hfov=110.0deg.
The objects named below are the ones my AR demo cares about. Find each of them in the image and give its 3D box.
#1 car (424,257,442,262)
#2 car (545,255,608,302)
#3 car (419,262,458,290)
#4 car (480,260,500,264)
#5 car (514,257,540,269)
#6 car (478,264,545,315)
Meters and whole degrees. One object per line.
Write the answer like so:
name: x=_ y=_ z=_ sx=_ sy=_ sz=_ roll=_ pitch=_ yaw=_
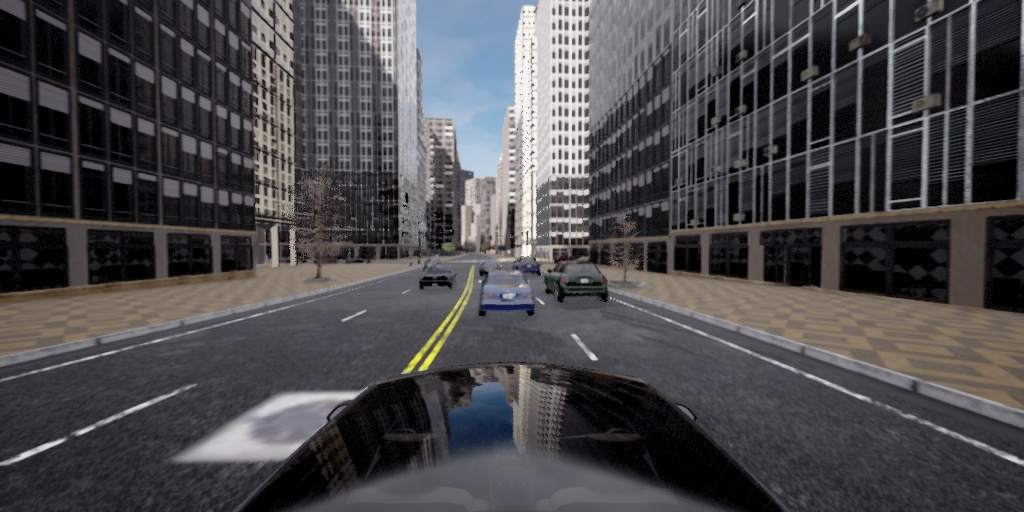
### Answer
car: x=-9.910 y=0.942 z=45.303 sx=2.128 sy=1.511 sz=4.902 roll=0 pitch=0 yaw=-5
car: x=2.750 y=0.984 z=16.392 sx=2.097 sy=1.767 sz=4.553 roll=0 pitch=0 yaw=-4
car: x=-4.310 y=1.219 z=21.387 sx=1.895 sy=1.301 sz=4.718 roll=0 pitch=0 yaw=-5
car: x=-2.054 y=1.078 z=33.808 sx=1.994 sy=1.385 sz=4.181 roll=0 pitch=0 yaw=-6
car: x=1.278 y=0.859 z=33.112 sx=2.097 sy=1.767 sz=4.553 roll=0 pitch=0 yaw=-6
car: x=-0.260 y=1.214 z=13.100 sx=2.033 sy=1.411 sz=5.357 roll=0 pitch=0 yaw=-3
